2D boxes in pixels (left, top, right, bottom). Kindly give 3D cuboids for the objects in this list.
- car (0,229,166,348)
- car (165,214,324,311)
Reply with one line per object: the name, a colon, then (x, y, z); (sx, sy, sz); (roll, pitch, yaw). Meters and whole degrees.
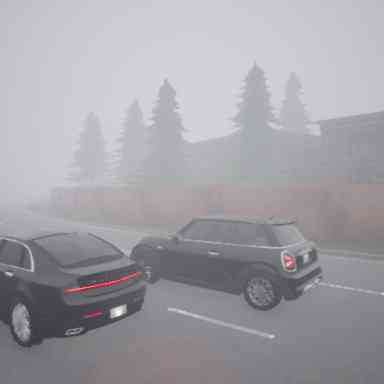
car: (-2.982, 1.469, 6.293); (4.892, 1.490, 1.837); (0, 0, 37)
car: (0.606, 1.328, 7.962); (4.553, 1.767, 2.097); (0, 0, 37)
